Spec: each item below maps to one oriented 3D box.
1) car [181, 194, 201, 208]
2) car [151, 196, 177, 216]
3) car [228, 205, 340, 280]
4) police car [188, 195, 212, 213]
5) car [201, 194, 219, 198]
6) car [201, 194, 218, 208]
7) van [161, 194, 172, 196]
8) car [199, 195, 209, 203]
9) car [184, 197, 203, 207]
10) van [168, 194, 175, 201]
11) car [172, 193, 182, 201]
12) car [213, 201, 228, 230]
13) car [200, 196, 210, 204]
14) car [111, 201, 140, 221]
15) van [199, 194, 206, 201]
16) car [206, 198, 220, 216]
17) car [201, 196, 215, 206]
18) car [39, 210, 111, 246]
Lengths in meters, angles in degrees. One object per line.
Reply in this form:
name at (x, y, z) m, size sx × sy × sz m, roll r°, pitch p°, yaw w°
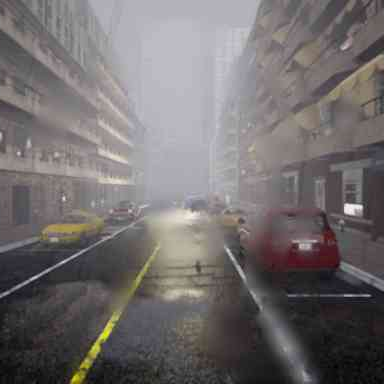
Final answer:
car at (0.234, 1.482, 46.135) m, size 1.882 × 1.535 × 5.008 m, roll 0°, pitch 0°, yaw -11°
car at (-2.839, 1.482, 32.694) m, size 1.882 × 1.535 × 5.008 m, roll 0°, pitch 0°, yaw 0°
car at (2.555, 1.317, 9.898) m, size 2.192 × 1.841 × 5.009 m, roll -1°, pitch 0°, yaw 0°
police car at (0.832, 1.429, 36.446) m, size 1.930 × 1.638 × 5.238 m, roll 0°, pitch 0°, yaw 0°
car at (2.562, 1.319, 43.191) m, size 2.192 × 1.841 × 5.009 m, roll -1°, pitch 0°, yaw 0°
car at (2.563, 1.319, 48.740) m, size 2.192 × 1.841 × 5.009 m, roll -1°, pitch 0°, yaw 0°
van at (-5.313, 1.345, 65.370) m, size 1.690 × 1.788 × 3.998 m, roll -1°, pitch 0°, yaw 0°
car at (2.570, 1.443, 70.936) m, size 1.967 × 1.590 × 4.097 m, roll -1°, pitch 0°, yaw 0°
car at (0.288, 1.509, 52.213) m, size 1.837 × 1.490 × 4.892 m, roll 0°, pitch 0°, yaw 15°
van at (-5.308, 1.341, 87.566) m, size 1.690 × 1.788 × 3.998 m, roll -1°, pitch 0°, yaw 0°
car at (-2.735, 1.337, 73.810) m, size 1.882 × 1.535 × 5.008 m, roll 0°, pitch 0°, yaw 0°
car at (2.560, 1.528, 21.165) m, size 1.752 × 1.417 × 4.829 m, roll -1°, pitch 0°, yaw 0°
car at (2.570, 1.528, 65.558) m, size 1.752 × 1.417 × 4.829 m, roll -1°, pitch 0°, yaw 0°
car at (-5.320, 1.444, 26.526) m, size 1.967 × 1.590 × 4.097 m, roll -1°, pitch 0°, yaw 0°
van at (2.571, 1.342, 82.035) m, size 1.690 × 1.788 × 3.998 m, roll -1°, pitch 0°, yaw 0°
car at (2.563, 1.586, 32.093) m, size 1.802 × 1.307 × 4.206 m, roll -1°, pitch 0°, yaw 0°
car at (2.566, 1.444, 54.289) m, size 1.967 × 1.590 × 4.097 m, roll -1°, pitch 0°, yaw 0°
car at (-5.321, 1.528, 15.257) m, size 1.752 × 1.417 × 4.829 m, roll -1°, pitch 0°, yaw 0°
